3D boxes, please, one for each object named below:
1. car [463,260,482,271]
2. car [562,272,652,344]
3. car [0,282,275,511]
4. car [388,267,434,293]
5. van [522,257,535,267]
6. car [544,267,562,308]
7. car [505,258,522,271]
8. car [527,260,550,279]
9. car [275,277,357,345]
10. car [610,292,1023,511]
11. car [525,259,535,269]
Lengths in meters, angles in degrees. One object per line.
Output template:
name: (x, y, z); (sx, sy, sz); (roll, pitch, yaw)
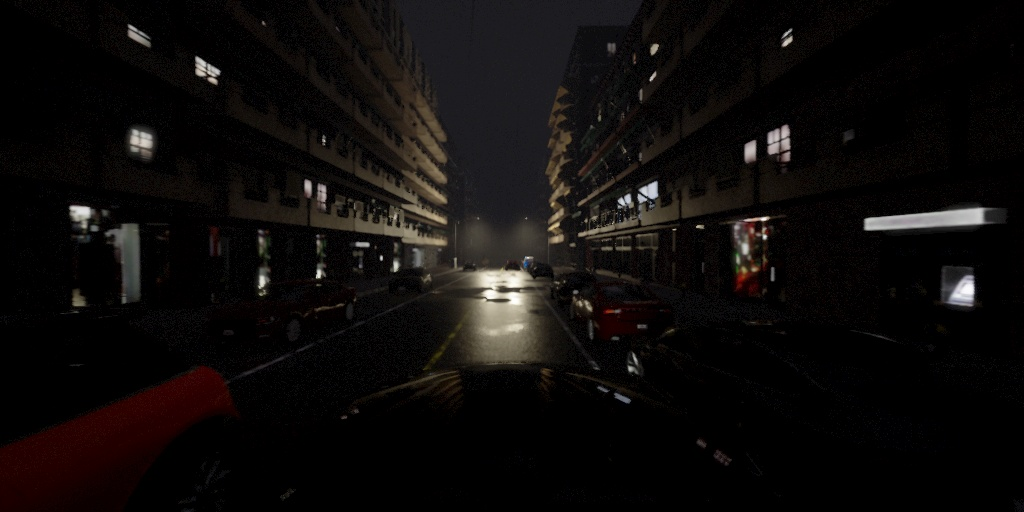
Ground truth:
car: (-5.686, 1.284, 49.109); (2.007, 1.370, 4.403); (0, 0, 0)
car: (2.658, 1.295, 9.512); (1.888, 1.381, 4.507); (0, 0, 0)
car: (-3.099, 1.102, 0.790); (2.097, 1.767, 4.553); (0, 0, 0)
car: (-5.689, 1.313, 20.784); (1.948, 1.339, 4.313); (0, 0, 0)
van: (2.696, 1.070, 54.828); (1.690, 1.789, 3.998); (0, 0, 0)
car: (2.664, 1.314, 15.176); (1.948, 1.339, 4.313); (0, 0, 0)
car: (0.102, 1.260, 49.644); (1.812, 1.442, 4.674); (0, 0, 0)
car: (2.695, 1.309, 32.169); (1.948, 1.339, 4.313); (0, 0, 0)
car: (-5.690, 1.295, 9.453); (1.888, 1.381, 4.507); (0, 0, 0)
car: (2.657, 1.316, 3.847); (1.948, 1.339, 4.313); (0, 0, 0)
car: (2.694, 1.291, 37.834); (2.007, 1.370, 4.403); (0, 0, 0)
